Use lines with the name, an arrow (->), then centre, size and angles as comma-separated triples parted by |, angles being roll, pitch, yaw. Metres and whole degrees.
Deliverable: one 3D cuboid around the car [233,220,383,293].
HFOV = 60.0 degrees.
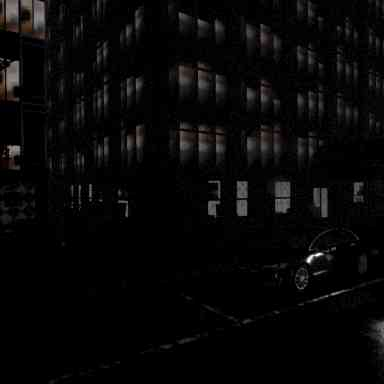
car -> 3.014, 1.549, 8.713 | 4.403, 1.369, 2.008 | 0, -1, -35
